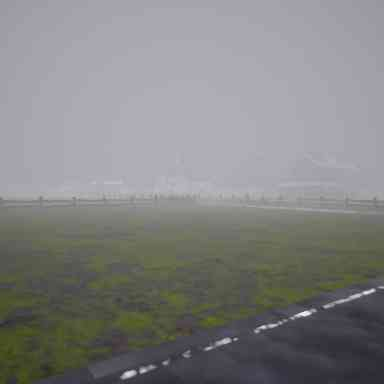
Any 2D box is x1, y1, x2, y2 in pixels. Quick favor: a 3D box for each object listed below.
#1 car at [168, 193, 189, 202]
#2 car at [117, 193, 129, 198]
[{"bbox_3d":[-2.510,1.060,61.535,2.097,1.767,4.553,0,0,-35],"label":"car"},{"bbox_3d":[-18.453,0.915,88.873,2.128,1.511,4.902,0,0,-35],"label":"car"}]
